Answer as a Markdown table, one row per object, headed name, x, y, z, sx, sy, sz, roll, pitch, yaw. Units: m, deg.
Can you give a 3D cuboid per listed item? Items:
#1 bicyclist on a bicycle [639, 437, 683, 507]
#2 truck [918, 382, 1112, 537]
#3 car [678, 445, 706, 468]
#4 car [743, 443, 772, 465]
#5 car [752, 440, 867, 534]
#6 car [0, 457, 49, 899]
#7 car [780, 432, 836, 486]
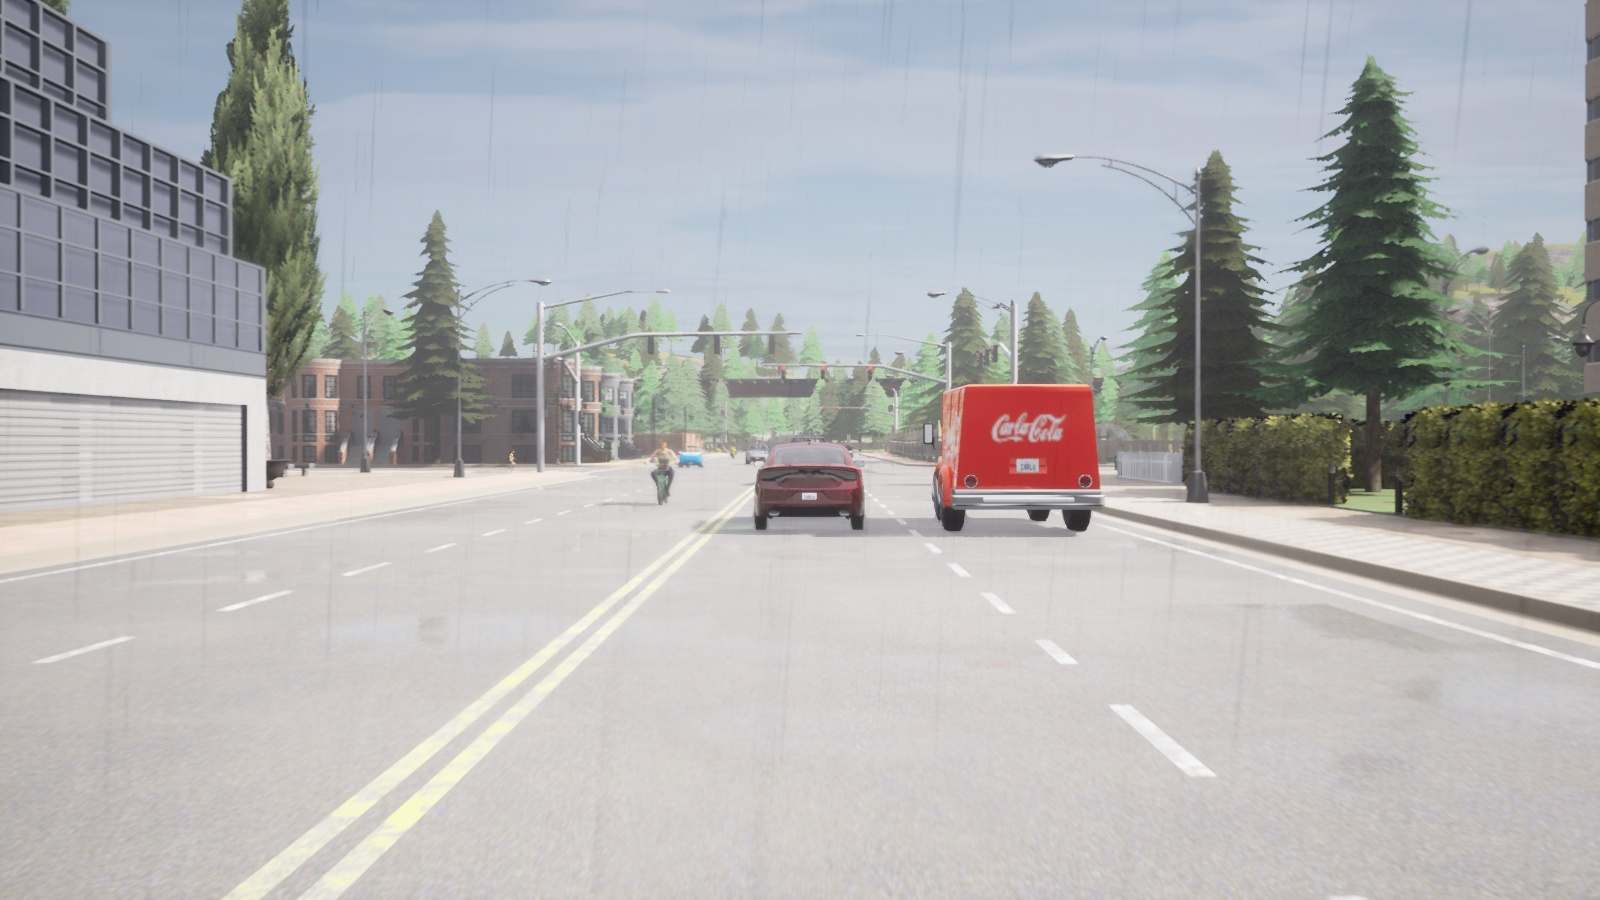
| name | x | y | z | sx | sy | sz | roll | pitch | yaw |
| --- | --- | --- | --- | --- | --- | --- | --- | --- | --- |
| bicyclist on a bicycle | -3.285 | 0.512 | 29.862 | 0.866 | 1.612 | 1.509 | 0 | 0 | 1 |
| truck | 3.663 | 0.135 | 22.605 | 2.627 | 2.467 | 5.204 | 0 | 0 | 0 |
| car | -6.491 | 0.371 | 75.386 | 1.481 | 1.376 | 2.207 | 0 | 0 | 0 |
| car | -2.916 | 0.269 | 86.793 | 1.845 | 1.501 | 3.633 | 0 | 0 | 0 |
| car | 0.166 | 0.594 | 23.096 | 1.882 | 1.535 | 5.008 | 0 | 0 | 0 |
| car | -3.473 | 0.758 | 1.932 | 1.812 | 1.442 | 4.674 | 0 | 0 | 0 |
| car | 0.313 | 0.306 | 45.667 | 1.932 | 1.855 | 4.605 | 0 | 0 | 1 |
